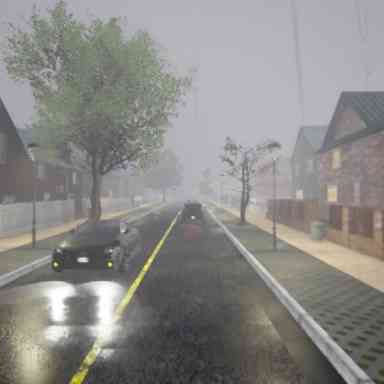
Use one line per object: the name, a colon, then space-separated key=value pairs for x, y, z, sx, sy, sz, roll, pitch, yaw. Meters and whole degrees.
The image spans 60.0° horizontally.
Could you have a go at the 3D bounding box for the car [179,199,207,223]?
car: x=0.079 y=1.548 z=26.038 sx=1.837 sy=1.490 sz=4.892 roll=0 pitch=1 yaw=0

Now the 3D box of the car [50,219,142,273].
car: x=-2.832 y=1.580 z=10.637 sx=1.994 sy=1.385 sz=4.181 roll=0 pitch=0 yaw=0
